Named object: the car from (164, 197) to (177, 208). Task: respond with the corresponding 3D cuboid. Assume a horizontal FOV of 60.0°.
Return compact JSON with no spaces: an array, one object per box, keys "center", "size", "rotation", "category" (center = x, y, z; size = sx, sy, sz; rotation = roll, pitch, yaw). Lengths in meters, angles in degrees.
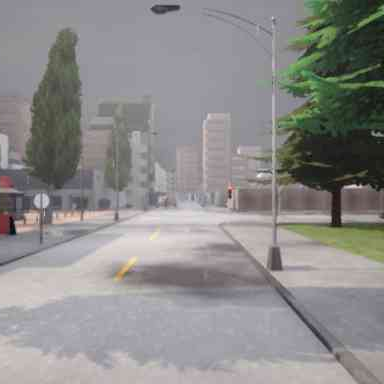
[{"center":[-4.112,1.918,64.536],"size":[2.150,2.045,5.566],"rotation":[0,-1,0],"category":"car"}]
